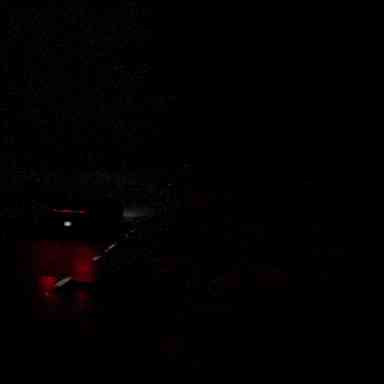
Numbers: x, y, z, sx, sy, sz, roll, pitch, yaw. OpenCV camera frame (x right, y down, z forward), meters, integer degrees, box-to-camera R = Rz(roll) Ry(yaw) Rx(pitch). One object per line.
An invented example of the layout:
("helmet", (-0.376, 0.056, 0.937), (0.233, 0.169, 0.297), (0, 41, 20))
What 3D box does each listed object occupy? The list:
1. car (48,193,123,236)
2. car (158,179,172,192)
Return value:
("car", (-4.217, 0.786, 13.894), (2.128, 1.511, 4.902), (3, 3, 2))
("car", (-4.632, -1.193, 57.008), (2.150, 2.045, 5.566), (3, 2, -3))
